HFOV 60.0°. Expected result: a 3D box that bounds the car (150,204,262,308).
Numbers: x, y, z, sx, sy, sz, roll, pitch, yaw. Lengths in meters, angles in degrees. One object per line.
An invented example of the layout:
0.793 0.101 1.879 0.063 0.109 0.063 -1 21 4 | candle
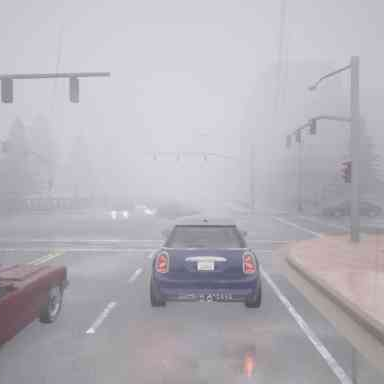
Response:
0.309 1.352 8.114 2.097 1.767 4.553 0 0 2 | car

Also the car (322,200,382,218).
14.128 1.505 29.533 4.892 1.490 1.837 0 0 4 | car

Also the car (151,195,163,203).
-7.487 1.499 71.396 1.837 1.490 4.892 0 0 2 | car

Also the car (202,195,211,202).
3.107 1.549 73.642 1.994 1.385 4.181 0 0 2 | car

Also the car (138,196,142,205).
-8.153 1.490 56.185 2.128 1.511 4.902 0 0 2 | car

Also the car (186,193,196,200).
-0.429 1.520 72.779 1.812 1.442 4.674 0 0 2 | car

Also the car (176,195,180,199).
-3.818 1.466 75.753 1.882 1.535 5.008 0 0 2 | car

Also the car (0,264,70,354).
-3.305 1.601 4.241 1.895 1.301 4.718 0 0 2 | car

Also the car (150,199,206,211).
-1.146 1.564 26.909 1.994 1.385 4.181 0 0 -44 | car

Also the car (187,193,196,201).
-0.058 1.223 82.510 2.150 2.045 5.566 0 0 2 | car

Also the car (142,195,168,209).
-5.059 1.488 45.820 2.128 1.511 4.902 0 0 2 | car

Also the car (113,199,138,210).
-8.687 1.601 42.557 1.895 1.301 4.718 0 0 2 | car

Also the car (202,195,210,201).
3.439 1.475 82.346 1.882 1.535 5.008 0 0 2 | car

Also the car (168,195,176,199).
-4.479 1.477 60.331 1.882 1.535 5.008 0 0 2 | car
